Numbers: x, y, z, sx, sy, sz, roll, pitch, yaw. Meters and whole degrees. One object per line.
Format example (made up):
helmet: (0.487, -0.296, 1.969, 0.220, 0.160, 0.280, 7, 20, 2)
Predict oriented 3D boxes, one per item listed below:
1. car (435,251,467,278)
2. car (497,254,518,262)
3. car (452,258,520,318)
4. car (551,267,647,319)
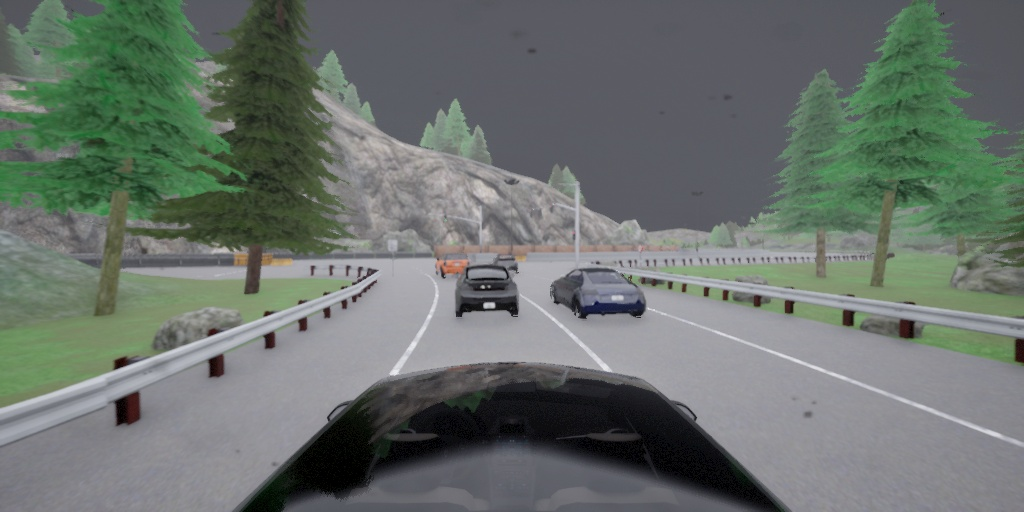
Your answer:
car: (-4.256, 0.527, 25.662, 2.097, 1.767, 4.553, -1, 1, -18)
car: (-0.520, 0.557, 29.595, 2.128, 1.511, 4.902, -1, 1, -4)
car: (-0.922, 1.006, 11.875, 1.837, 1.490, 4.892, 0, 1, -8)
car: (2.605, 1.058, 11.701, 1.994, 1.385, 4.181, 0, 1, -7)
